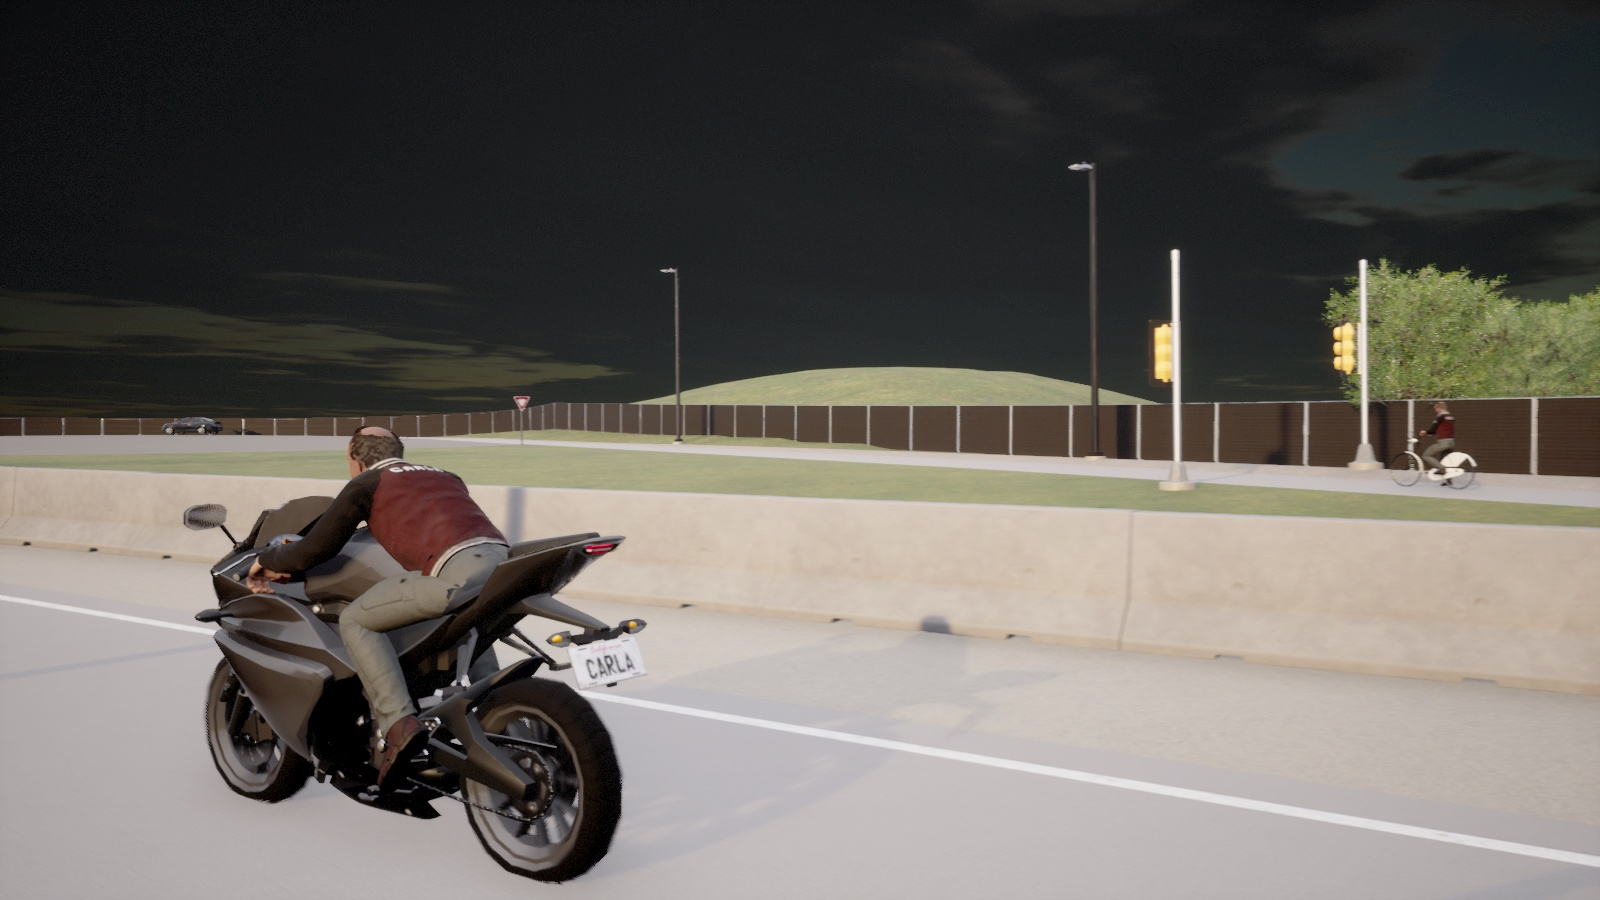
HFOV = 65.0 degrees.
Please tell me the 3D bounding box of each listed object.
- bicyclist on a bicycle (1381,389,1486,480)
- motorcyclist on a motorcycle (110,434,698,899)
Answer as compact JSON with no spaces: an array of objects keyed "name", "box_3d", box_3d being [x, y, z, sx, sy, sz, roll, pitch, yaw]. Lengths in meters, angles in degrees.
[{"name":"bicyclist on a bicycle","box_3d":[12.792,-0.325,25.414,0.659,1.776,1.843,-2,2,-29]},{"name":"motorcyclist on a motorcycle","box_3d":[-1.515,0.718,4.631,2.191,1.530,0.866,0,1,34]}]
